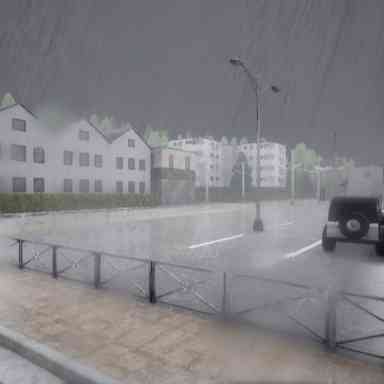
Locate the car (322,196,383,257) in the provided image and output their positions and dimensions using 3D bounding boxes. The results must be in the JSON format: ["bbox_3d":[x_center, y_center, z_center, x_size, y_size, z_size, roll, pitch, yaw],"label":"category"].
[{"bbox_3d":[5.886,1.073,11.679,1.905,1.878,3.866,0,0,35],"label":"car"}]
